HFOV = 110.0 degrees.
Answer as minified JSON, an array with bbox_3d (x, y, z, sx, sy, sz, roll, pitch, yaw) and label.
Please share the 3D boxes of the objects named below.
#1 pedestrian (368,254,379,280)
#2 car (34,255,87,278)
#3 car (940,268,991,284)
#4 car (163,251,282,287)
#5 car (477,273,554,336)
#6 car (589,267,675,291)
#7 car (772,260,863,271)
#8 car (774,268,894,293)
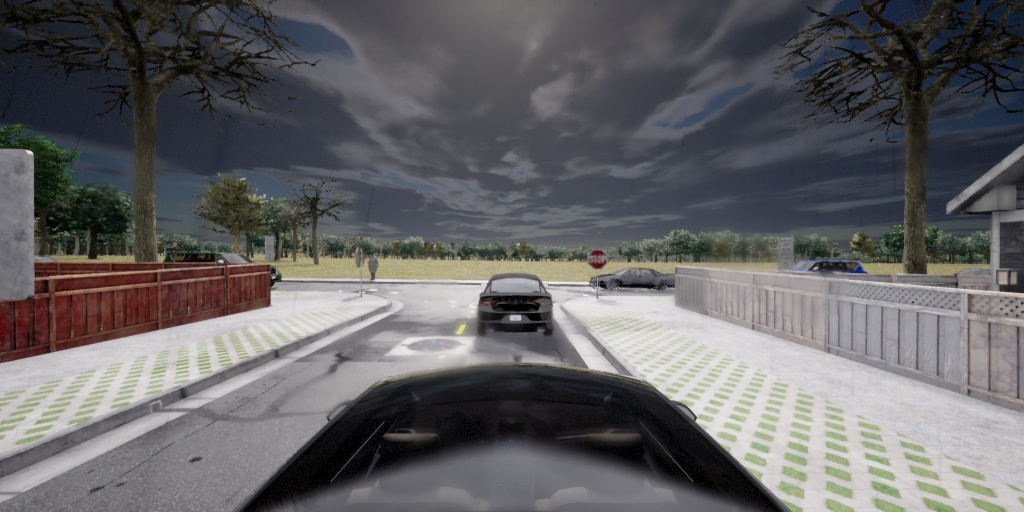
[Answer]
[{"bbox_3d":[-9.750,0.748,25.152,0.375,1.860,0.375,0,-1,-1],"label":"pedestrian"},{"bbox_3d":[-25.755,0.736,19.155,4.553,1.767,2.097,1,0,-1],"label":"car"},{"bbox_3d":[29.565,1.527,22.591,4.553,1.767,2.097,1,0,-1],"label":"car"},{"bbox_3d":[-15.559,0.764,19.239,5.566,2.045,2.150,1,0,0],"label":"car"},{"bbox_3d":[0.080,1.226,10.463,1.882,1.535,5.008,0,0,0],"label":"car"},{"bbox_3d":[7.612,1.414,22.392,5.357,1.411,2.033,1,0,-1],"label":"car"},{"bbox_3d":[18.955,1.249,22.507,5.566,2.045,2.150,1,0,-1],"label":"car"},{"bbox_3d":[17.832,1.570,19.545,5.357,1.411,2.033,1,0,-1],"label":"car"}]
